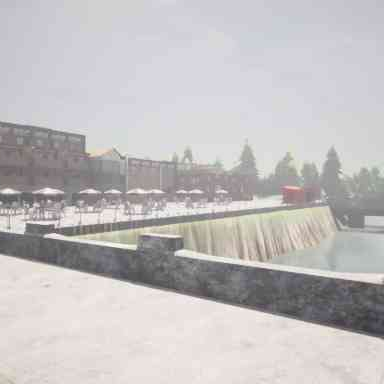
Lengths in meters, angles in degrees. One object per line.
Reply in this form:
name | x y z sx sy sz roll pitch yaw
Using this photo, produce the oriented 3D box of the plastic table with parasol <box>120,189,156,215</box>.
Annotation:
plastic table with parasol | -5.263 0.925 32.485 2.482 2.480 2.482 0 0 35
